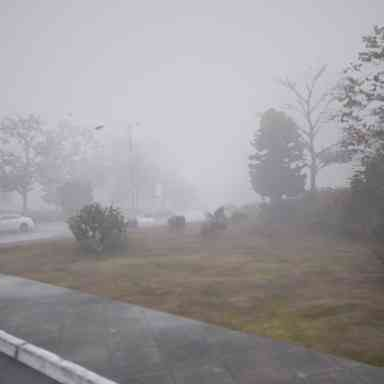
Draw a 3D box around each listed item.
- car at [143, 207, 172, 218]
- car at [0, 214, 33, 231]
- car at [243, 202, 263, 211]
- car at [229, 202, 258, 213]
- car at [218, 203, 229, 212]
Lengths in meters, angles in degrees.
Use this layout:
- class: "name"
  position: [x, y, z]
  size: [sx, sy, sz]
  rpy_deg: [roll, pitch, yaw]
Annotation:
- class: "car"
  position: [-4.461, 2.663, 43.391]
  size: [1.994, 1.385, 4.181]
  rpy_deg: [-3, -2, 31]
- class: "car"
  position: [-15.181, 2.551, 26.649]
  size: [1.812, 1.442, 4.674]
  rpy_deg: [-4, -2, 34]
- class: "car"
  position: [11.329, 2.615, 61.487]
  size: [1.837, 1.490, 4.892]
  rpy_deg: [-4, -2, 33]
- class: "car"
  position: [7.994, 2.368, 49.716]
  size: [2.033, 1.411, 5.357]
  rpy_deg: [-3, -2, 32]
- class: "car"
  position: [5.897, 2.519, 52.957]
  size: [1.837, 1.490, 4.892]
  rpy_deg: [-3, -2, 32]
